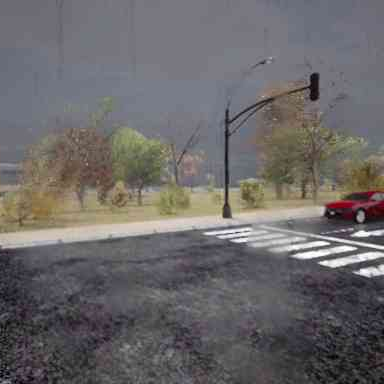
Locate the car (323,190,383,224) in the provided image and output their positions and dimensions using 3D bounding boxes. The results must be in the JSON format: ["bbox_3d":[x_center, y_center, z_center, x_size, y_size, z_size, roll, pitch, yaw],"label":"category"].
[{"bbox_3d":[9.141,0.683,17.563,5.008,1.535,1.882,-3,2,-27],"label":"car"}]
